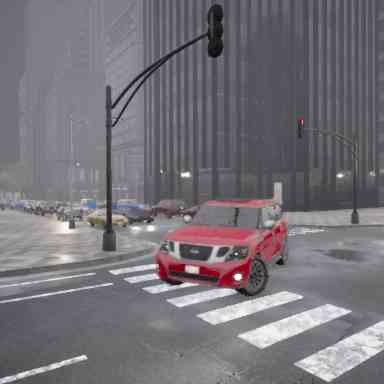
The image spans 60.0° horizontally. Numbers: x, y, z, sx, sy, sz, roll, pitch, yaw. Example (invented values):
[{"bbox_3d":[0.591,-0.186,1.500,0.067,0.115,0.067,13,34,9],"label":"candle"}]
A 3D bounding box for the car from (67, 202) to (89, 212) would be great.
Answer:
[{"bbox_3d":[-17.005,2.256,49.606,1.895,1.301,4.718,0,-1,-35],"label":"car"}]

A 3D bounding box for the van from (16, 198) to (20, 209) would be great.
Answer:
[{"bbox_3d":[-26.126,2.122,52.434,1.690,1.788,3.998,-1,0,-35],"label":"van"}]

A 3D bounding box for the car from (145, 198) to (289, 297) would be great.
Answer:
[{"bbox_3d":[1.228,1.221,9.216,2.150,2.045,5.566,1,1,26],"label":"car"}]

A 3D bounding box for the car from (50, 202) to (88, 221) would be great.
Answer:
[{"bbox_3d":[-11.991,2.004,32.506,2.008,1.369,4.403,-1,0,-35],"label":"car"}]

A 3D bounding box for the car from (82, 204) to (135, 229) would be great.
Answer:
[{"bbox_3d":[-6.240,1.843,24.397,1.752,1.417,4.829,-1,0,-35],"label":"car"}]

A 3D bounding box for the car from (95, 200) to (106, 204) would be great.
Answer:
[{"bbox_3d":[-11.133,1.875,46.072,2.192,1.841,5.009,-1,0,-35],"label":"car"}]

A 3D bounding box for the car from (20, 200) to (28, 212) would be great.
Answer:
[{"bbox_3d":[-23.298,2.156,48.448,1.967,1.590,4.097,-1,0,-35],"label":"car"}]

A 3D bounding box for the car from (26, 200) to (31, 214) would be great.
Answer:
[{"bbox_3d":[-20.470,2.195,44.463,1.887,1.381,4.507,-1,0,-35],"label":"car"}]

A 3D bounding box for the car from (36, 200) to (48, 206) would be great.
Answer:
[{"bbox_3d":[-37.670,2.709,83.456,2.008,1.369,4.403,-1,0,-35],"label":"car"}]

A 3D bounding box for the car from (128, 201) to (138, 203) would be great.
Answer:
[{"bbox_3d":[-5.251,2.004,37.766,1.802,1.307,4.206,-1,0,-35],"label":"car"}]

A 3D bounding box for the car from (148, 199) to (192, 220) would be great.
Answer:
[{"bbox_3d":[-2.319,1.668,33.613,2.192,1.841,5.009,-1,0,-35],"label":"car"}]

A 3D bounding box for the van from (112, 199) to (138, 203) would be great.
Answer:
[{"bbox_3d":[-8.195,1.832,41.919,1.690,1.788,3.998,-1,0,-35],"label":"van"}]

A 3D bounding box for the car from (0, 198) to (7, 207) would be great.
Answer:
[{"bbox_3d":[-41.210,2.666,73.710,1.887,1.381,4.507,-1,0,-35],"label":"car"}]

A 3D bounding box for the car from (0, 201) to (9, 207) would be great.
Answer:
[{"bbox_3d":[-44.320,2.770,78.096,1.802,1.307,4.206,-1,0,-35],"label":"car"}]

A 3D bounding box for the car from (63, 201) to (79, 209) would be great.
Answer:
[{"bbox_3d":[-22.623,2.406,62.238,1.802,1.307,4.206,-1,0,-35],"label":"car"}]

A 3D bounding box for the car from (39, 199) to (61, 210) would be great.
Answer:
[{"bbox_3d":[-22.071,1.907,51.511,2.128,1.511,4.902,0,-1,-35],"label":"car"}]

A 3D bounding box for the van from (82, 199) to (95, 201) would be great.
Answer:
[{"bbox_3d":[-17.008,2.037,54.378,1.690,1.788,3.998,-1,0,-35],"label":"van"}]

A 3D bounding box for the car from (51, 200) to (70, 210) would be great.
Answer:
[{"bbox_3d":[-22.986,2.270,57.990,1.882,1.535,5.008,0,-1,-35],"label":"car"}]

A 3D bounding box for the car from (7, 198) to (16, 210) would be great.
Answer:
[{"bbox_3d":[-31.880,2.353,60.550,1.967,1.590,4.097,-1,0,-35],"label":"car"}]

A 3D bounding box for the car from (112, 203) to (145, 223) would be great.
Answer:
[{"bbox_3d":[-5.073,1.878,27.372,2.033,1.411,5.357,0,-1,-35],"label":"car"}]

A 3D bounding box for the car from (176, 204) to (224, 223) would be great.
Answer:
[{"bbox_3d":[0.624,1.828,29.460,1.887,1.381,4.507,-1,0,-35],"label":"car"}]

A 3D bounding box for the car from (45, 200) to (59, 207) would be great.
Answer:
[{"bbox_3d":[-31.650,2.594,74.968,1.947,1.339,4.313,-1,0,-35],"label":"car"}]

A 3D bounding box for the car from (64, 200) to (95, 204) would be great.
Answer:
[{"bbox_3d":[-13.325,2.050,39.036,1.812,1.442,4.674,0,-1,-34],"label":"car"}]

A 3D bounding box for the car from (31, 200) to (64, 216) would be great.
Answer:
[{"bbox_3d":[-17.649,1.900,40.478,2.192,1.841,5.009,-1,0,-35],"label":"car"}]
